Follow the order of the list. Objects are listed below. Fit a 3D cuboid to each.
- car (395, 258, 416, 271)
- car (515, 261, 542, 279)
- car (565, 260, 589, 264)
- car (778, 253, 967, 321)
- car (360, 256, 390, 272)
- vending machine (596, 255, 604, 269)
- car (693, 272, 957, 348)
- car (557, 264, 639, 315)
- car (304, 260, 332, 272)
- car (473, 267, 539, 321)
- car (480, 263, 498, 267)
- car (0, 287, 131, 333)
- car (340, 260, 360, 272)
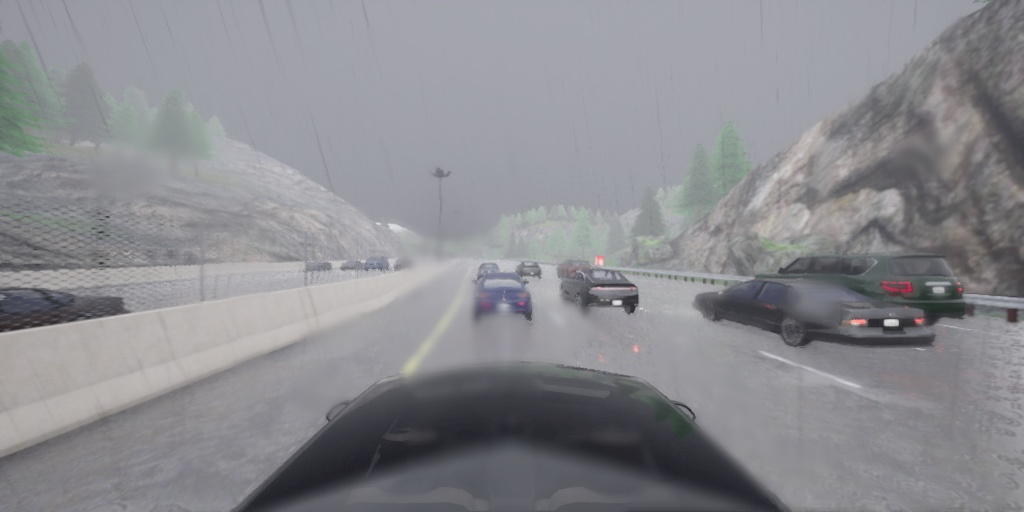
[{"bbox_3d":[-14.514,1.114,48.908,2.097,1.767,4.553,0,0,-5],"label":"car"},{"bbox_3d":[1.440,1.225,31.838,2.128,1.511,4.902,0,0,-6],"label":"car"},{"bbox_3d":[5.176,1.078,29.576,2.097,1.767,4.553,0,0,-6],"label":"car"},{"bbox_3d":[10.245,0.945,11.390,2.150,2.045,5.566,0,0,-3],"label":"car"},{"bbox_3d":[-17.927,0.991,47.809,2.150,2.045,5.566,0,0,-5],"label":"car"},{"bbox_3d":[11.778,0.899,48.081,1.100,2.100,0.880,0,0,-6],"label":"vending machine"},{"bbox_3d":[6.872,1.279,9.117,2.033,1.411,5.357,0,0,-3],"label":"car"},{"bbox_3d":[3.091,1.230,13.470,2.128,1.511,4.902,0,0,-4],"label":"car"},{"bbox_3d":[-24.779,1.277,46.027,2.128,1.511,4.902,0,0,-5],"label":"car"},{"bbox_3d":[-0.355,1.272,12.330,1.812,1.442,4.674,0,0,-3],"label":"car"},{"bbox_3d":[-1.944,1.289,30.568,2.033,1.411,5.357,0,0,-6],"label":"car"},{"bbox_3d":[-10.737,1.319,6.821,2.033,1.411,5.357,0,0,-2],"label":"car"},{"bbox_3d":[-21.494,1.282,48.357,1.837,1.490,4.892,0,0,-5],"label":"car"}]
